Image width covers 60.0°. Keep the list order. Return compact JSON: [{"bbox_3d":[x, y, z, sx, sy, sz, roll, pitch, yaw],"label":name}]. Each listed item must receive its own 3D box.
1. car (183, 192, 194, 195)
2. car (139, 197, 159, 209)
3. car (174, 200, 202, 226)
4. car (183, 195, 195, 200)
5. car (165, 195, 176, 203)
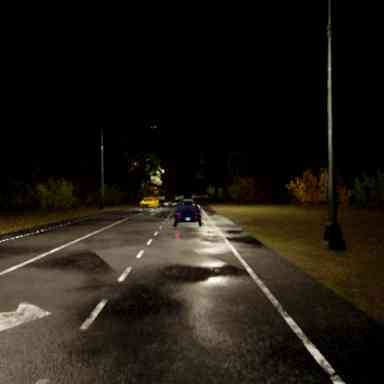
[{"bbox_3d":[-1.190,1.123,92.997,2.150,2.045,5.566,0,0,-1],"label":"car"},{"bbox_3d":[-5.913,1.509,46.469,1.882,1.535,5.008,0,0,7],"label":"car"},{"bbox_3d":[-0.285,1.531,23.396,1.812,1.442,4.674,0,0,-1],"label":"car"},{"bbox_3d":[-0.566,1.537,45.026,2.033,1.411,5.357,0,0,-1],"label":"car"},{"bbox_3d":[-4.387,1.336,67.989,2.097,1.767,4.553,0,0,0],"label":"car"}]
